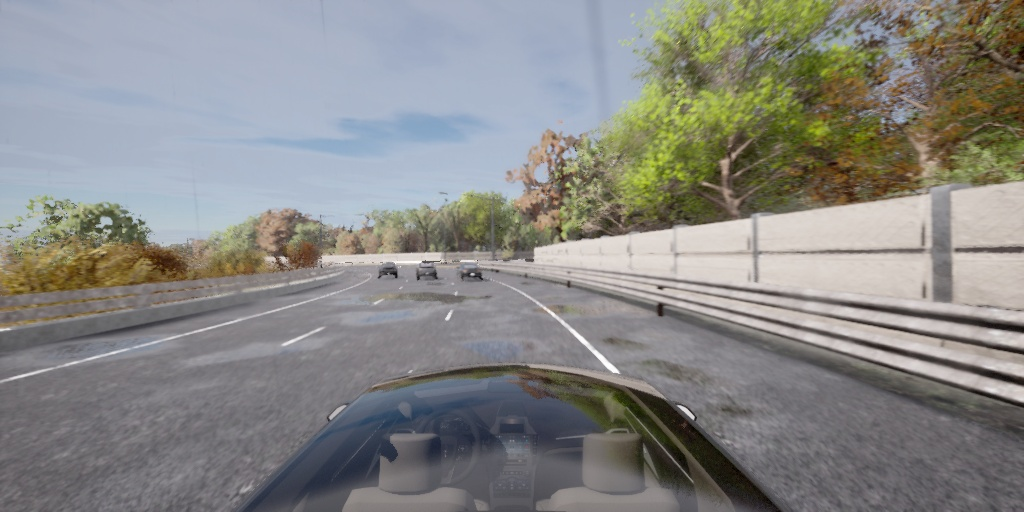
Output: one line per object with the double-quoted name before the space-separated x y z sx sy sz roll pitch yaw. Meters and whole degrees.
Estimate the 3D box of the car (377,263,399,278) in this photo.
"car" -12.808 1.476 37.206 1.837 1.490 4.892 0 0 -19

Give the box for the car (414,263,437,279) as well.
"car" -8.272 1.384 34.453 2.128 1.511 4.902 -1 0 -17

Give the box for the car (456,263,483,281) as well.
"car" -3.782 1.340 31.391 1.812 1.442 4.674 -1 0 -14
